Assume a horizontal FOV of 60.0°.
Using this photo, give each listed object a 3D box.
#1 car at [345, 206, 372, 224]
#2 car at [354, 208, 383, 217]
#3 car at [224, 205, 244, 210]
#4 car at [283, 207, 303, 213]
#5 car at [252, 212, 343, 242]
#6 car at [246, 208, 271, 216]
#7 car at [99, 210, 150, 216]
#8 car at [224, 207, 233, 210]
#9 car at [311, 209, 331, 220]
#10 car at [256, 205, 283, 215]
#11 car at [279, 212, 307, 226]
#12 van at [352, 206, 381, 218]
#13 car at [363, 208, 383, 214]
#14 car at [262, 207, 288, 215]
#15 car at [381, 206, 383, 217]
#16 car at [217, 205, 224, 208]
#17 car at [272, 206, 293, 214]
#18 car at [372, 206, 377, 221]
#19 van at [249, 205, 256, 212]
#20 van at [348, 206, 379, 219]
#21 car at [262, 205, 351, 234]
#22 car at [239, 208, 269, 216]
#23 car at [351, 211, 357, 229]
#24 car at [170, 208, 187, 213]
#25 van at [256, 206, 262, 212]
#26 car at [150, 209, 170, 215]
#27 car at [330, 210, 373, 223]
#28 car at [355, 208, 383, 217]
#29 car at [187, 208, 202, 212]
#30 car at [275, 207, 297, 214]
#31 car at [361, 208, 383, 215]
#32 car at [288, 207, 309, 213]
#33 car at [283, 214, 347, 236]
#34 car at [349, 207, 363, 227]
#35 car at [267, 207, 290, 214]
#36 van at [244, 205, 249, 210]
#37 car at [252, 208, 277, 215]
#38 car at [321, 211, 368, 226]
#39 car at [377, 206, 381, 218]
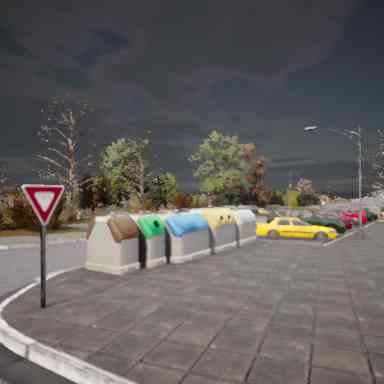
[{"bbox_3d":[16.459,2.739,37.208,5.566,2.045,2.435,1,-1,13],"label":"car"},{"bbox_3d":[34.695,4.050,64.888,5.366,1.575,1.946,1,-2,13],"label":"car"},{"bbox_3d":[5.012,3.127,52.959,5.566,2.045,2.435,-1,-2,13],"label":"car"},{"bbox_3d":[25.852,4.656,85.451,4.792,1.488,2.163,-1,-2,12],"label":"car"},{"bbox_3d":[6.740,2.385,22.040,5.366,1.575,1.946,1,-2,13],"label":"car"},{"bbox_3d":[13.119,3.887,65.418,4.792,1.488,2.163,-1,-2,13],"label":"car"},{"bbox_3d":[-7.245,2.653,34.108,4.892,1.521,2.231,-1,-3,13],"label":"car"},{"bbox_3d":[3.417,3.322,50.453,4.674,1.452,2.002,-1,-3,13],"label":"car"},{"bbox_3d":[20.023,3.465,51.345,1.882,1.535,5.008,-1,-2,33],"label":"car"},{"bbox_3d":[16.359,3.798,70.418,5.566,2.045,2.435,-1,-2,13],"label":"car"},{"bbox_3d":[11.912,3.112,38.894,1.895,1.301,4.718,-1,-2,33],"label":"car"},{"bbox_3d":[32.770,3.726,62.419,4.442,1.987,1.878,1,-1,13],"label":"van"},{"bbox_3d":[45.647,4.725,82.876,5.008,1.535,2.097,1,-1,10],"label":"car"},{"bbox_3d":[18.179,4.140,72.865,5.366,1.575,1.946,-1,-3,13],"label":"car"},{"bbox_3d":[26.356,3.318,52.308,5.566,2.045,2.435,1,-2,13],"label":"car"},{"bbox_3d":[1.824,3.060,47.952,4.553,1.767,2.185,-1,-2,13],"label":"car"},{"bbox_3d":[21.220,4.211,77.900,4.553,1.767,2.185,-1,-2,12],"label":"car"},{"bbox_3d":[19.742,2.931,42.243,5.566,2.045,2.435,1,-1,13],"label":"car"},{"bbox_3d":[8.398,3.343,57.919,4.442,1.987,1.878,-1,-3,13],"label":"van"},{"bbox_3d":[29.493,3.533,57.367,4.442,1.987,1.878,1,-1,13],"label":"van"},{"bbox_3d":[8.251,2.246,24.614,5.566,2.045,2.435,1,-2,13],"label":"car"},{"bbox_3d":[11.710,3.757,62.882,5.366,1.575,1.946,-1,-3,13],"label":"car"},{"bbox_3d":[11.537,2.702,29.651,5.008,1.535,2.097,1,-1,13],"label":"car"},{"bbox_3d":[-3.716,2.870,39.823,5.366,1.575,1.946,-1,-2,13],"label":"car"},{"bbox_3d":[10.020,3.439,60.415,4.442,1.987,1.878,-1,-3,13],"label":"van"},{"bbox_3d":[-5.382,2.764,36.943,4.892,1.521,2.231,-1,-2,13],"label":"car"},{"bbox_3d":[21.375,3.308,44.757,4.792,1.488,2.163,1,-1,13],"label":"car"},{"bbox_3d":[36.145,4.146,67.454,5.008,1.535,2.097,1,-1,12],"label":"car"},{"bbox_3d":[-1.653,3.011,42.624,4.792,1.488,2.163,-1,-3,13],"label":"car"},{"bbox_3d":[22.777,4.433,80.407,5.008,1.535,2.097,-1,-2,12],"label":"car"},{"bbox_3d":[42.529,4.531,77.709,5.008,1.535,2.097,1,-2,11],"label":"car"},{"bbox_3d":[28.948,4.819,90.516,5.008,1.535,2.097,-1,-2,11],"label":"car"},{"bbox_3d":[9.872,2.642,27.125,4.674,1.452,2.002,1,-1,13],"label":"car"},{"bbox_3d":[14.810,2.769,34.703,4.553,1.767,2.185,1,-2,13],"label":"car"},{"bbox_3d":[19.604,4.242,75.396,4.892,1.521,2.231,-1,-2,13],"label":"car"},{"bbox_3d":[6.777,3.247,55.423,4.442,1.987,1.878,-1,-3,13],"label":"van"},{"bbox_3d":[14.798,3.982,67.907,4.792,1.488,2.163,-1,-3,13],"label":"car"},{"bbox_3d":[18.095,3.116,39.721,4.792,1.488,2.163,1,-1,13],"label":"car"},{"bbox_3d":[23.079,3.125,47.276,5.566,2.045,2.435,1,-2,13],"label":"car"}]
